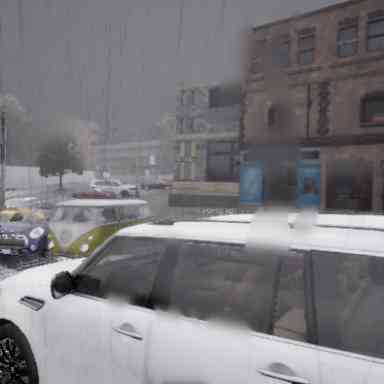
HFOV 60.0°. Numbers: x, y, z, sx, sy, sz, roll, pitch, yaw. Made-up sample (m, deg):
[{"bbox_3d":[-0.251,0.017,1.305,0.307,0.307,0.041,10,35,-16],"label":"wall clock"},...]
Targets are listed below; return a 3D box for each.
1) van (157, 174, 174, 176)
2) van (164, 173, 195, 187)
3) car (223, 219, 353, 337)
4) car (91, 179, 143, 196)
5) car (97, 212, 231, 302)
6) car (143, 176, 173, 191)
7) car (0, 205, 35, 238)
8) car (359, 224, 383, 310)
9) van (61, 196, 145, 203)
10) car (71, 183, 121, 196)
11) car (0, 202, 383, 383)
[{"bbox_3d":[-3.335,-1.521,48.460,4.442,1.987,1.878,1,6,9],"label":"van"},{"bbox_3d":[-1.890,-1.807,51.106,4.442,1.987,1.878,1,6,9],"label":"van"},{"bbox_3d":[2.093,1.515,7.601,2.002,1.452,4.674,0,-1,15],"label":"car"},{"bbox_3d":[-8.969,-0.402,37.888,5.566,2.045,2.435,1,6,9],"label":"car"},{"bbox_3d":[-0.374,1.471,9.340,2.231,1.521,4.892,1,-1,15],"label":"car"},{"bbox_3d":[-4.669,-1.009,45.836,4.892,1.521,2.231,1,6,9],"label":"car"},{"bbox_3d":[-10.247,1.484,16.233,2.163,1.488,4.792,0,-1,13],"label":"car"},{"bbox_3d":[4.566,1.521,5.860,2.002,1.452,4.674,1,-1,15],"label":"car"},{"bbox_3d":[-2.888,1.237,10.939,1.878,1.987,4.442,1,-1,14],"label":"van"},{"bbox_3d":[-10.432,0.174,35.278,4.674,1.452,2.002,1,6,9],"label":"car"},{"bbox_3d":[0.219,1.214,3.185,5.566,2.045,2.150,0,0,35],"label":"car"}]
